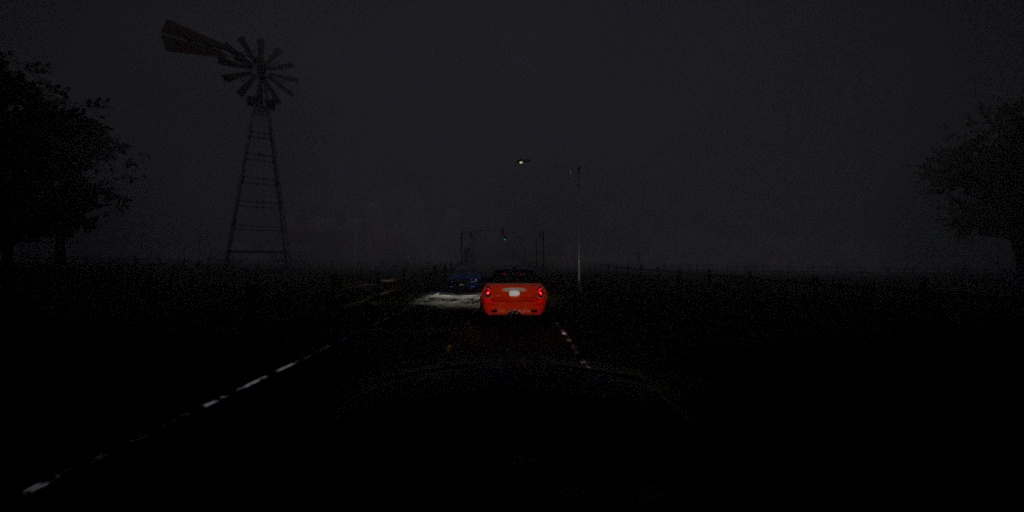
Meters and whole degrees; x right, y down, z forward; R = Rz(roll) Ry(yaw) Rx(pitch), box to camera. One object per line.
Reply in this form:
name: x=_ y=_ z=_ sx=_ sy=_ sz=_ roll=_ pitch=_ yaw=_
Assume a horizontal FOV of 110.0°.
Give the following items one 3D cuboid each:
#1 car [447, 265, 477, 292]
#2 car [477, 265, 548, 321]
car: x=-2.847 y=1.355 z=22.715 sx=1.882 sy=1.535 sz=5.008 roll=0 pitch=0 yaw=0
car: x=0.080 y=1.169 z=12.923 sx=2.097 sy=1.767 sz=4.553 roll=0 pitch=0 yaw=0
